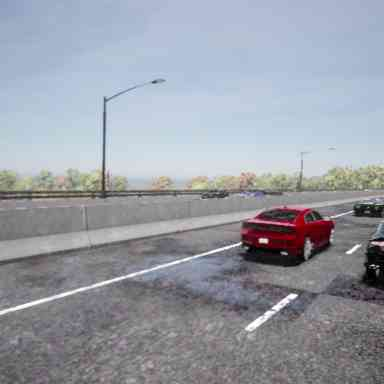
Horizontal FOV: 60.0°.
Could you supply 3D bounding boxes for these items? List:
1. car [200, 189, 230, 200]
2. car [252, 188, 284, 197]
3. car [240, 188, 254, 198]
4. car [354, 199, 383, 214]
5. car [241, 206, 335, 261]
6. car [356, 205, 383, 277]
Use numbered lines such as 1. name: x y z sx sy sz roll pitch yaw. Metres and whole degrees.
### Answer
1. car: 2.924 0.392 40.786 1.837 1.490 4.892 3 2 36
2. car: 8.847 0.642 37.040 1.837 1.490 4.892 3 2 36
3. car: 7.745 0.336 41.458 2.097 1.767 4.553 3 2 36
4. car: 14.192 1.178 26.221 1.895 1.301 4.718 3 2 36
5. car: 3.496 1.220 11.472 1.882 1.535 5.008 3 2 36
6. car: 5.952 1.366 8.903 2.128 1.511 4.902 3 2 36
